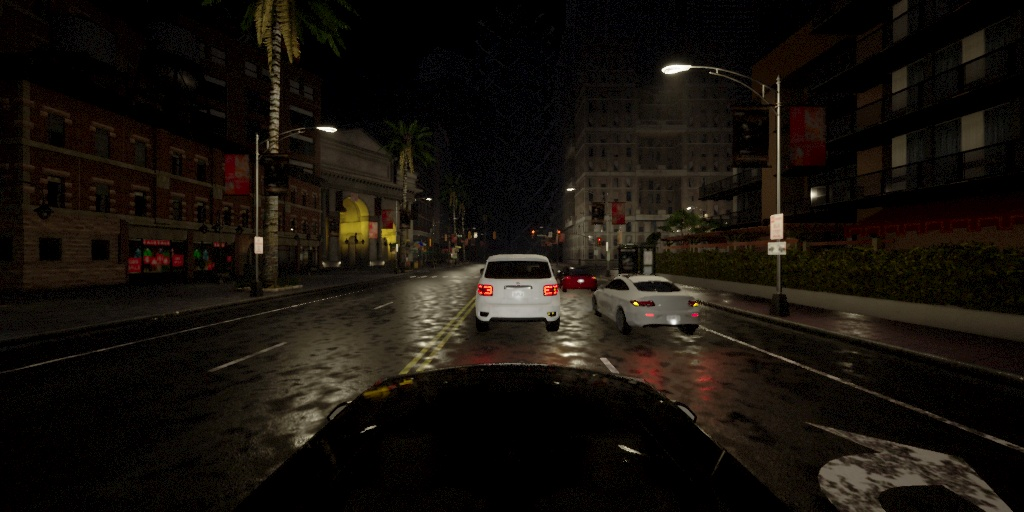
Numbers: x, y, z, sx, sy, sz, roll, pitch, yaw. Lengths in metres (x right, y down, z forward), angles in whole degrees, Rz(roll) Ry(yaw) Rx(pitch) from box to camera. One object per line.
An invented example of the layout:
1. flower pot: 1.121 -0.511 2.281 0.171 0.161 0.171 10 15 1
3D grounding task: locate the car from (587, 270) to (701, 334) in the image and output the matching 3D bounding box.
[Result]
1. car: 3.668 1.277 10.458 1.812 1.442 4.674 0 -1 0

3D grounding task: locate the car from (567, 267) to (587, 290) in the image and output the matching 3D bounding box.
1. car: 3.725 1.314 21.321 1.994 1.385 4.181 0 0 0

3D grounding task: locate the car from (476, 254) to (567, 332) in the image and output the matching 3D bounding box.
1. car: 0.159 0.972 11.043 2.150 2.045 5.566 0 0 0
